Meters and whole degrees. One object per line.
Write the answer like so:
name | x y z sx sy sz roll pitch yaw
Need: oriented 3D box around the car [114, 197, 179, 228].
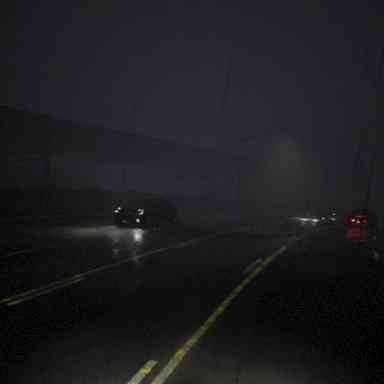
car | -2.672 1.100 20.342 2.097 1.767 4.553 3 0 28

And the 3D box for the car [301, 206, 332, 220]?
car | 14.676 2.546 39.684 1.994 1.385 4.181 2 -2 41

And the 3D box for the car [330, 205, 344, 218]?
car | 23.058 3.148 53.568 5.566 2.045 2.150 5 -2 -45

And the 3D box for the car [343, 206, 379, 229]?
car | 14.143 2.162 27.518 1.837 1.490 4.892 2 -2 35
